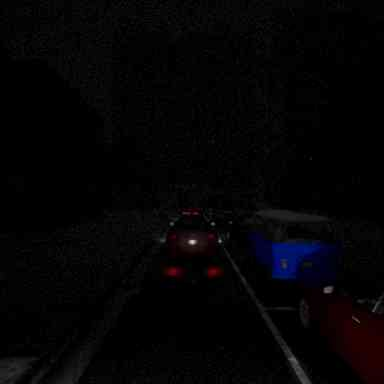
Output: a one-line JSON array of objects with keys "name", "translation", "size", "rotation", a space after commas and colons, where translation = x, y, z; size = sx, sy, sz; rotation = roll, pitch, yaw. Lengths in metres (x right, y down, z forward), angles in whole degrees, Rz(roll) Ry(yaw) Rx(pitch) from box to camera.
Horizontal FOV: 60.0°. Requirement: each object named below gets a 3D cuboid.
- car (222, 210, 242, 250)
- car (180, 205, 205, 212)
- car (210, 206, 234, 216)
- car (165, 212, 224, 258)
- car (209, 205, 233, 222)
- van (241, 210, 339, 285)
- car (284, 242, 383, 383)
[{"name": "car", "translation": [2.647, 1.715, 14.916], "size": [1.887, 1.381, 4.507], "rotation": [1, -1, 0]}, {"name": "car", "translation": [0.010, 1.851, 28.526], "size": [1.837, 1.490, 4.892], "rotation": [0, 0, 0]}, {"name": "car", "translation": [2.642, 1.890, 25.791], "size": [1.802, 1.307, 4.206], "rotation": [1, -1, 0]}, {"name": "car", "translation": [0.018, 1.717, 13.470], "size": [1.994, 1.385, 4.181], "rotation": [0, -1, 0]}, {"name": "car", "translation": [2.640, 1.961, 31.230], "size": [1.802, 1.307, 4.206], "rotation": [1, -1, 0]}, {"name": "van", "translation": [2.653, 1.447, 9.481], "size": [1.690, 1.788, 3.998], "rotation": [1, -1, 0]}, {"name": "car", "translation": [2.651, 1.627, 4.041], "size": [1.802, 1.307, 4.206], "rotation": [1, -1, 0]}]
